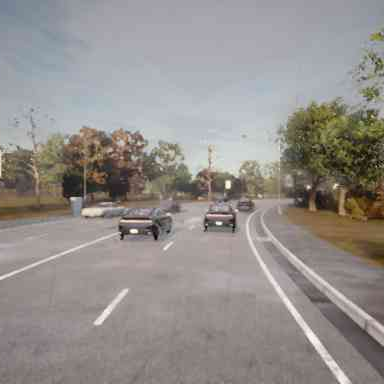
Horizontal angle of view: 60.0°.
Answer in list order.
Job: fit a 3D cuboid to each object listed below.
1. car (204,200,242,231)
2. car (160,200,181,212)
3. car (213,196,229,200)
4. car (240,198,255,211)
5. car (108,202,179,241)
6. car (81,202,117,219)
[{"bbox_3d":[1.834,1.507,20.611,2.128,1.511,4.902,0,0,9],"label":"car"},{"bbox_3d":[-2.593,1.546,35.185,2.033,1.411,5.357,0,0,14],"label":"car"},{"bbox_3d":[5.979,1.557,68.146,1.882,1.535,5.008,0,0,27],"label":"car"},{"bbox_3d":[6.810,1.548,41.936,1.837,1.490,4.892,0,0,17],"label":"car"},{"bbox_3d":[-2.215,1.490,16.795,2.128,1.511,4.902,0,0,7],"label":"car"},{"bbox_3d":[-7.604,1.578,28.764,1.895,1.301,4.718,0,0,12],"label":"car"}]
